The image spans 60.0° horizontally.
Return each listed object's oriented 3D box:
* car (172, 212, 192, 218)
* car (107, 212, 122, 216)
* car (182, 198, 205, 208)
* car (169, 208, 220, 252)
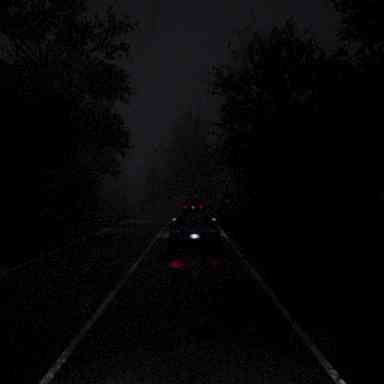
[{"bbox_3d":[-2.552,6.091,87.054,5.008,1.535,1.882,1,-5,-1],"label":"car"},{"bbox_3d":[-17.869,5.446,78.034,1.837,1.490,4.892,-3,-5,28],"label":"car"},{"bbox_3d":[0.155,1.713,34.435,2.150,2.045,5.566,0,-3,1],"label":"car"},{"bbox_3d":[0.094,1.587,14.100,1.994,1.385,4.181,0,0,0],"label":"car"}]
